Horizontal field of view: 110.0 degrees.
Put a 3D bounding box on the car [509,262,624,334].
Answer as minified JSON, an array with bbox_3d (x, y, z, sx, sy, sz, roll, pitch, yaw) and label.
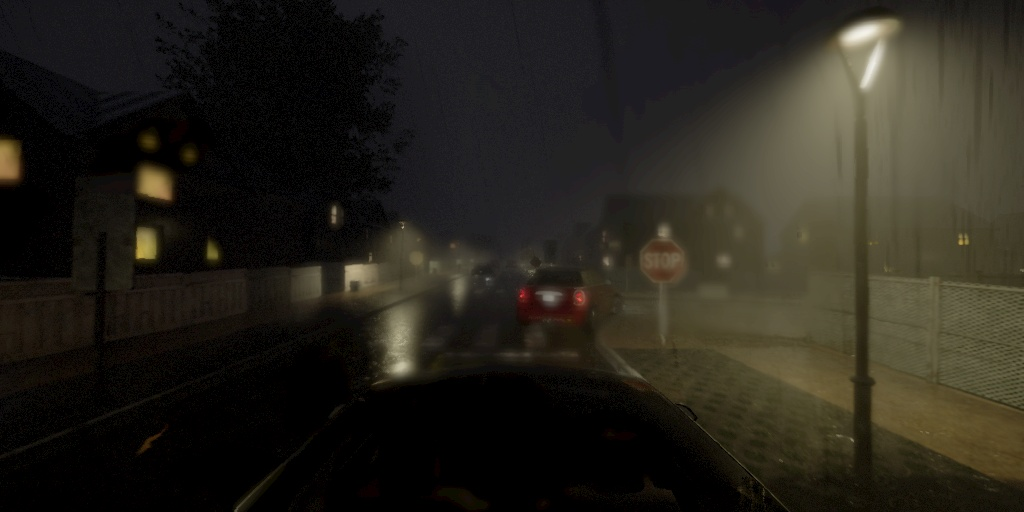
[{"bbox_3d":[1.964,1.130,11.107,2.097,1.767,4.553,0,0,27],"label":"car"}]

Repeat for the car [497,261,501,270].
[{"bbox_3d":[-2.798,1.495,58.405,1.882,1.535,5.008,0,0,0],"label":"car"}]

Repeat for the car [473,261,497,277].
[{"bbox_3d":[-2.849,1.464,36.780,1.994,1.385,4.181,0,0,0],"label":"car"}]

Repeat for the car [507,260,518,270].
[{"bbox_3d":[0.045,1.568,58.843,2.033,1.411,5.357,0,0,0],"label":"car"}]

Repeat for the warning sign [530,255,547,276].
[{"bbox_3d":[2.513,1.010,35.595,1.300,1.860,1.060,0,0,0],"label":"warning sign"}]
